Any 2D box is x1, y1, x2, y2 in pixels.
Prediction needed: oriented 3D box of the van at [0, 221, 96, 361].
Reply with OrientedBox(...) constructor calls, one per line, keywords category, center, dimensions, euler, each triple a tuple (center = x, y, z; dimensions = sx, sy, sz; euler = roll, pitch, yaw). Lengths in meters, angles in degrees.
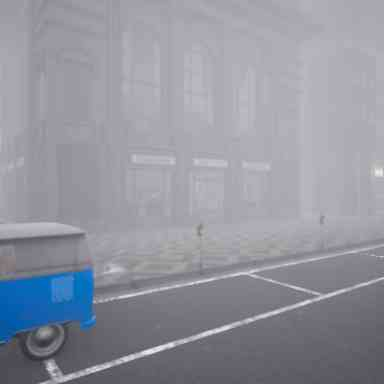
OrientedBox(category="van", center=(-3.298, 1.342, 4.299), dimensions=(3.998, 1.788, 1.690), euler=(0, 0, -35))
